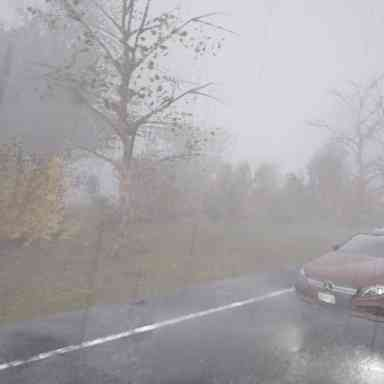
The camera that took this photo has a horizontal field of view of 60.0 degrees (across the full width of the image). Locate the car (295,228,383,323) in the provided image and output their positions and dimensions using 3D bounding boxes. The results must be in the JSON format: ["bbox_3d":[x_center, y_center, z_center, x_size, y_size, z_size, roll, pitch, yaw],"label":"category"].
[{"bbox_3d":[4.166,1.526,6.975,4.674,1.442,1.812,0,0,-36],"label":"car"}]
